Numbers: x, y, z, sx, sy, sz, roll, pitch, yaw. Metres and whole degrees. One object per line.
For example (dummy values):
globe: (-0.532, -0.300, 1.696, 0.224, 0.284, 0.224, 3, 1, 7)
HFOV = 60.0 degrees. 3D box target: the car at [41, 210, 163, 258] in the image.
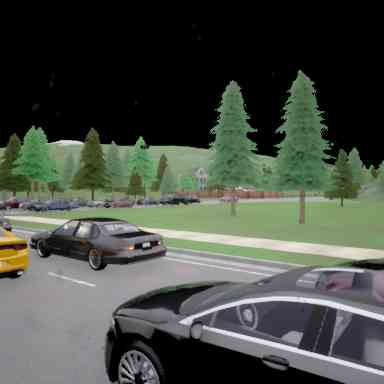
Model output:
car: (-3.275, 1.547, 10.986, 5.357, 1.411, 2.033, 0, 0, 38)

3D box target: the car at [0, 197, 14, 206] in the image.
car: (-22.004, 1.352, 41.795, 2.097, 1.767, 4.553, 0, 0, 39)

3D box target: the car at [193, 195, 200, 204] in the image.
car: (-0.574, 1.354, 63.058, 2.097, 1.767, 4.553, 0, 0, 39)

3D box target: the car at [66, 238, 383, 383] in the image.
car: (1.184, 1.492, 3.108, 4.902, 1.511, 2.128, 0, 0, 38)

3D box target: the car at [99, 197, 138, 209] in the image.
car: (-10.034, 1.564, 45.597, 1.994, 1.385, 4.181, 0, 0, 39)

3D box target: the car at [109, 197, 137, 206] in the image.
car: (-11.390, 1.564, 55.125, 1.994, 1.385, 4.181, 0, 0, 38)

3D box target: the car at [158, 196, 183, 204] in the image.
car: (-4.140, 1.477, 64.183, 1.882, 1.535, 5.008, 0, 0, 39)

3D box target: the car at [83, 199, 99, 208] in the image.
car: (-12.706, 1.601, 47.859, 1.895, 1.301, 4.718, 0, 0, 39)

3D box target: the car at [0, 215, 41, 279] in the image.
car: (-6.284, 1.478, 8.893, 5.008, 1.535, 1.882, 0, 0, 38)

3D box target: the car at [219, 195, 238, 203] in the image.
car: (7.380, 1.349, 67.329, 2.097, 1.767, 4.553, 0, 0, 39)

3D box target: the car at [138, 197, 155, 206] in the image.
car: (-7.216, 1.564, 54.756, 1.994, 1.385, 4.181, 0, 0, 38)

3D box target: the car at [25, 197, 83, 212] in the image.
car: (-15.785, 1.547, 38.368, 2.033, 1.411, 5.357, 0, 0, 38)

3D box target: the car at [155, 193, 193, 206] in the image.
car: (-2.849, 1.223, 54.616, 2.150, 2.045, 5.566, 0, 0, 39)

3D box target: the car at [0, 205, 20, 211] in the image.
car: (-11.258, 1.547, 17.131, 5.357, 1.411, 2.033, 0, 0, 38)

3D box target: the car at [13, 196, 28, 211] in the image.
car: (-18.474, 1.491, 40.611, 2.128, 1.511, 4.902, 0, 0, 39)

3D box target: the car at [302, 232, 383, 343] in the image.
car: (4.151, 1.564, 5.228, 4.181, 1.385, 1.994, 0, 0, 38)
